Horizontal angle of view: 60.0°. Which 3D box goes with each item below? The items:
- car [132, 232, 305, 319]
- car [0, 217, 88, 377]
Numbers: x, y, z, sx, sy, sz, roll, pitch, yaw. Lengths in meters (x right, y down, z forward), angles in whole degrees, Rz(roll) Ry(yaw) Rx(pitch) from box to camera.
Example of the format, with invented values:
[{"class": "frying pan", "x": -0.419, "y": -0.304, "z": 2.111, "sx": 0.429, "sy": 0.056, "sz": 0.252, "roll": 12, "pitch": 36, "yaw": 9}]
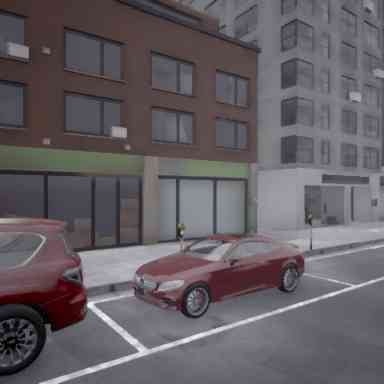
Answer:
[{"class": "car", "x": 0.766, "y": 1.579, "z": 7.310, "sx": 4.206, "sy": 1.307, "sz": 1.802, "roll": 0, "pitch": 0, "yaw": -35}, {"class": "car", "x": -3.838, "y": 1.312, "z": 4.026, "sx": 5.009, "sy": 1.841, "sz": 2.192, "roll": 0, "pitch": 0, "yaw": -36}]
